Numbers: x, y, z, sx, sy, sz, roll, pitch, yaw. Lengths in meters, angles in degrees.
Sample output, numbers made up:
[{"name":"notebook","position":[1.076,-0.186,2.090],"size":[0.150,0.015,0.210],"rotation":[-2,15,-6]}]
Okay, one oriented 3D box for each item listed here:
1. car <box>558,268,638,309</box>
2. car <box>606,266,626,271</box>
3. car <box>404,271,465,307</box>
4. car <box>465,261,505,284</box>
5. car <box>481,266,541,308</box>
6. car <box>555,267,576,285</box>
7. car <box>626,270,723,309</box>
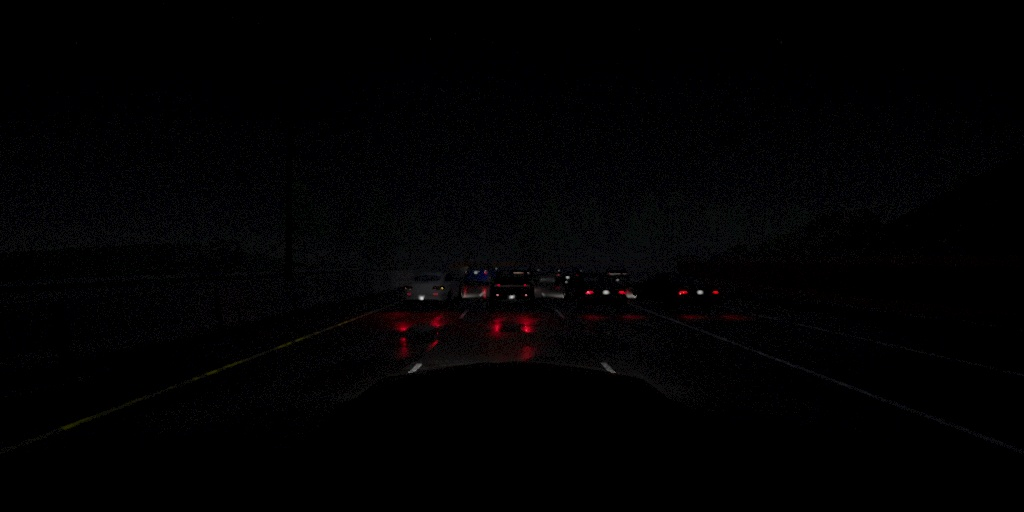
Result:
[{"name":"car","position":[3.505,1.432,15.844],"size":[2.033,1.411,5.357],"rotation":[0,-1,0]},{"name":"car","position":[7.983,1.491,27.699],"size":[2.128,1.511,4.902],"rotation":[0,0,13]},{"name":"car","position":[-3.480,1.414,16.249],"size":[1.812,1.442,4.674],"rotation":[0,0,1]},{"name":"car","position":[-2.334,1.367,29.730],"size":[2.097,1.767,4.553],"rotation":[0,-1,13]},{"name":"car","position":[0.016,1.380,16.146],"size":[2.128,1.511,4.902],"rotation":[0,0,1]},{"name":"car","position":[4.575,1.570,28.481],"size":[1.994,1.385,4.181],"rotation":[0,-1,13]},{"name":"car","position":[7.005,1.432,15.844],"size":[2.033,1.411,5.357],"rotation":[0,-1,0]}]
